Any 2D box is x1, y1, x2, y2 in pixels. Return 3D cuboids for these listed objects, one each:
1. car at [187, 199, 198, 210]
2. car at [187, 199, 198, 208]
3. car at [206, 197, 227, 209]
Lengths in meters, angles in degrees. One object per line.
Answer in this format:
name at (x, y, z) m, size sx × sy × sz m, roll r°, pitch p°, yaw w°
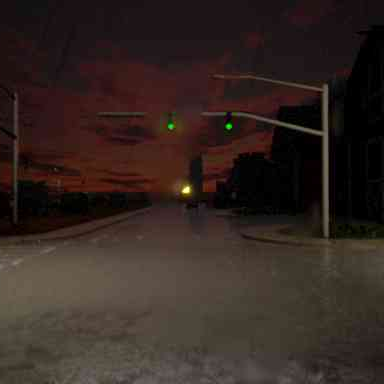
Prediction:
car at (0.100, 2.204, 55.566) m, size 2.033 × 1.411 × 5.357 m, roll 0°, pitch -1°, yaw 0°
car at (0.070, 2.184, 65.307) m, size 2.097 × 1.767 × 4.553 m, roll 0°, pitch -1°, yaw 0°
car at (4.224, 1.883, 57.878) m, size 1.905 × 1.878 × 3.866 m, roll -7°, pitch 2°, yaw -42°
